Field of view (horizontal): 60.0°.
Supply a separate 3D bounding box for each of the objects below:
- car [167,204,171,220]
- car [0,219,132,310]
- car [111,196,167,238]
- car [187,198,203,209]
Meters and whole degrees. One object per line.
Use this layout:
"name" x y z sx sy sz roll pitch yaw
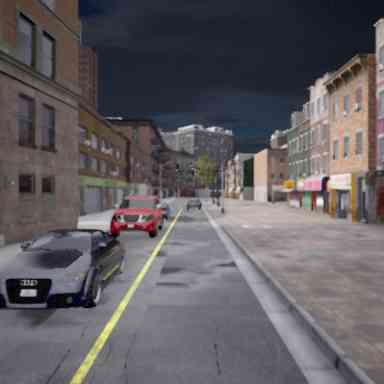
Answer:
"car" -2.817 1.564 28.589 2.033 1.411 5.357 0 0 0
"car" -2.844 1.568 7.778 1.994 1.385 4.181 0 0 0
"car" -2.833 1.232 18.217 2.150 2.045 5.566 0 0 0
"car" 0.414 1.521 44.614 2.128 1.511 4.902 0 0 5
